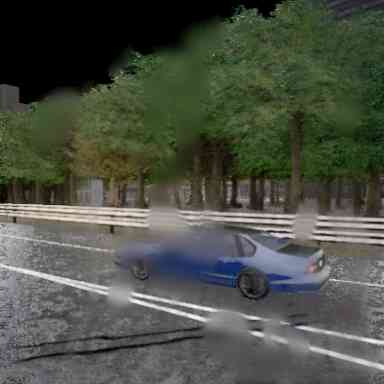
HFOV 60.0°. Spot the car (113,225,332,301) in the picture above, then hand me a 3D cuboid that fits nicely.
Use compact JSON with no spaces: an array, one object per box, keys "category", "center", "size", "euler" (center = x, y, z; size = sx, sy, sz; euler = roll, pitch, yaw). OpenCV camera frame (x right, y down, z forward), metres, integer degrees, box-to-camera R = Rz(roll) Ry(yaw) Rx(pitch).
[{"category":"car","center":[0.564,1.553,8.326],"size":[5.357,1.411,2.033],"euler":[0,0,31]}]
